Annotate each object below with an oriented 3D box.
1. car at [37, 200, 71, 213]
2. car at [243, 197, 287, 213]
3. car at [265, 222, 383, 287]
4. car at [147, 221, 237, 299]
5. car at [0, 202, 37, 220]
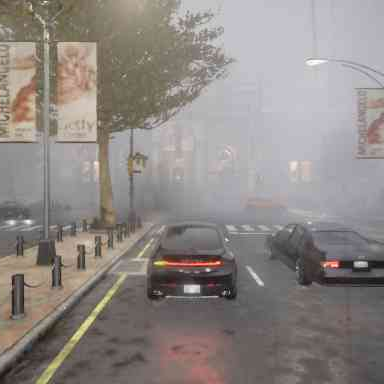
[{"bbox_3d":[-15.308,1.564,35.910,4.181,1.385,1.994,0,0,0],"label":"car"},{"bbox_3d":[7.885,1.351,36.002,4.553,1.767,2.097,0,0,0],"label":"car"},{"bbox_3d":[3.496,1.547,9.400,2.033,1.411,5.357,0,0,0],"label":"car"},{"bbox_3d":[-0.003,1.505,8.436,1.837,1.490,4.892,0,0,0],"label":"car"},{"bbox_3d":[-15.236,1.547,28.342,2.033,1.411,5.357,0,0,-39],"label":"car"}]
